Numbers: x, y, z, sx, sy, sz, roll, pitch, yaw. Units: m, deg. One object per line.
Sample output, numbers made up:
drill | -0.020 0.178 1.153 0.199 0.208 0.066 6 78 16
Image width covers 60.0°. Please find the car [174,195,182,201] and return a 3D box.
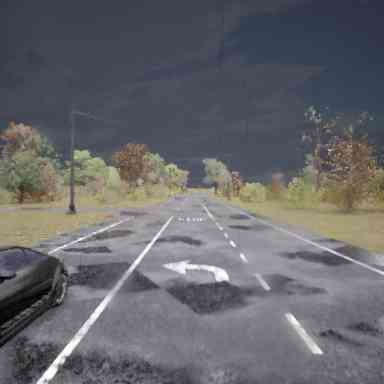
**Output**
car | -3.418 1.366 82.502 1.812 1.442 4.674 0 0 0

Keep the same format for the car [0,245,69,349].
car | -3.506 1.559 5.139 1.994 1.385 4.181 0 0 0
